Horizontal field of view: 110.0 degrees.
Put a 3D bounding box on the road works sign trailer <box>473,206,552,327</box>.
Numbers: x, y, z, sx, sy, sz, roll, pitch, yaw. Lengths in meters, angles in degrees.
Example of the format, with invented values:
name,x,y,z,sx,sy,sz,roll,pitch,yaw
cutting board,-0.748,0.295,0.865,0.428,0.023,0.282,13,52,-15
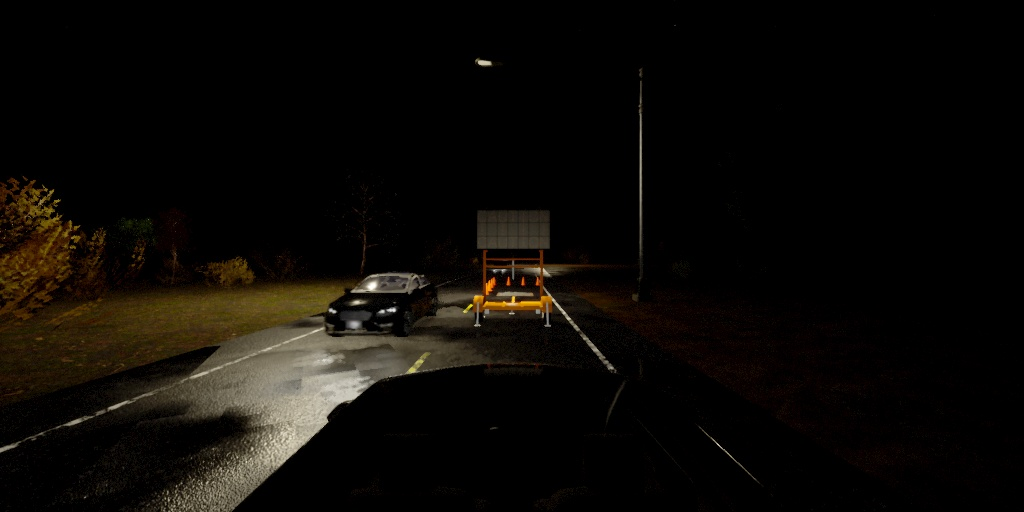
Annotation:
name,x,y,z,sx,sy,sz,roll,pitch,yaw
road works sign trailer,0.039,0.214,11.580,2.380,3.560,2.880,0,0,1

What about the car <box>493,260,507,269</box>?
name,x,y,z,sx,sy,sz,roll,pitch,yaw
car,-1.833,1.288,54.861,2.033,1.411,5.357,0,0,4

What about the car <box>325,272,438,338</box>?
name,x,y,z,sx,sy,sz,roll,pitch,yaw
car,-3.428,1.241,10.285,2.128,1.511,4.902,0,0,1
